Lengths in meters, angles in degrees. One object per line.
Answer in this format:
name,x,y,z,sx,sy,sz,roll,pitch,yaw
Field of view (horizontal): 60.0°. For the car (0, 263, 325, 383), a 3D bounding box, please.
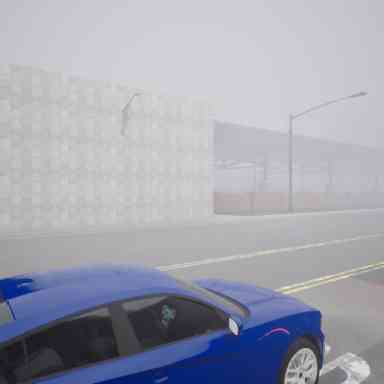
car,-0.712,1.478,3.242,5.008,1.535,1.882,0,0,-36
